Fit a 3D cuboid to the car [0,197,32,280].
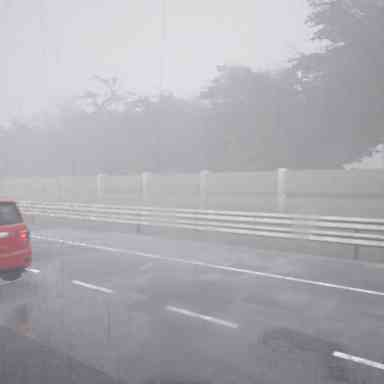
[{"bbox_3d":[-6.260,1.118,8.354,5.566,2.045,2.150,1,0,36],"label":"car"}]
